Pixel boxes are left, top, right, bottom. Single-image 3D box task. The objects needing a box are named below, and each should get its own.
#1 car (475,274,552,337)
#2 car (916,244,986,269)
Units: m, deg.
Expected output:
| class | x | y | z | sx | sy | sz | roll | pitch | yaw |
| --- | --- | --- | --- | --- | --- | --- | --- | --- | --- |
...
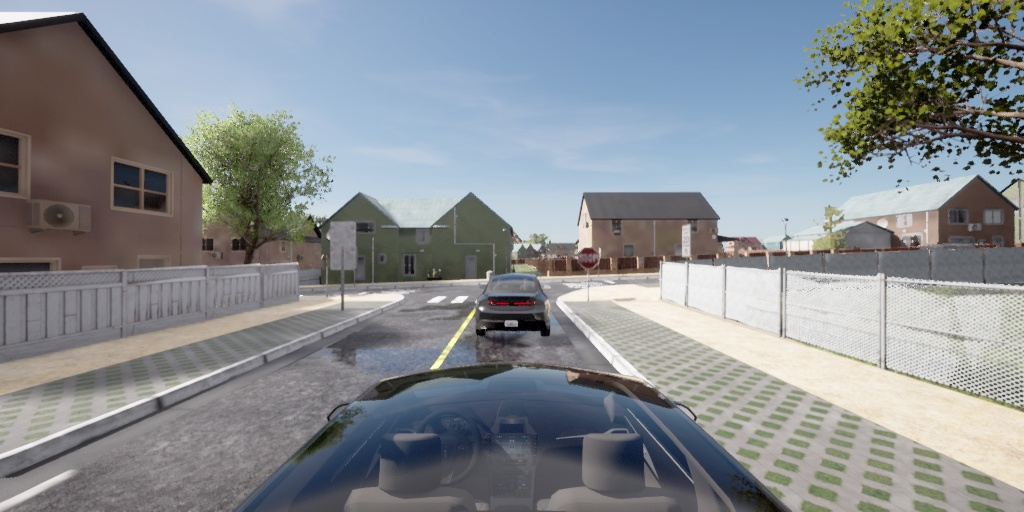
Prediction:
| class | x | y | z | sx | sy | sz | roll | pitch | yaw |
| --- | --- | --- | --- | --- | --- | --- | --- | --- | --- |
| car | 0.083 | 1.252 | 10.367 | 1.837 | 1.490 | 4.892 | 0 | 0 | 2 |
| car | 27.980 | 0.042 | 23.606 | 4.553 | 1.767 | 2.097 | -2 | 0 | 1 |
